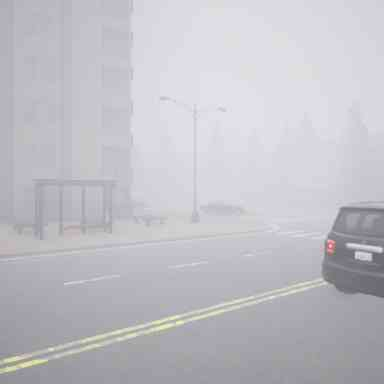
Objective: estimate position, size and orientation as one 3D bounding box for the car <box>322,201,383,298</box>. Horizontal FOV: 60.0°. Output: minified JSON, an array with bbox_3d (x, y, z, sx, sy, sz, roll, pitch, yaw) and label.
[{"bbox_3d":[5.230,1.223,7.487,5.566,2.045,2.150,0,0,-36],"label":"car"}]

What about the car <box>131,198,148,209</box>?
[{"bbox_3d":[-7.887,1.508,44.568,4.181,1.385,1.994,0,0,35],"label":"car"}]

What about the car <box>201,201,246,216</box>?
[{"bbox_3d":[2.952,1.545,31.883,1.895,1.301,4.718,0,0,-36],"label":"car"}]
